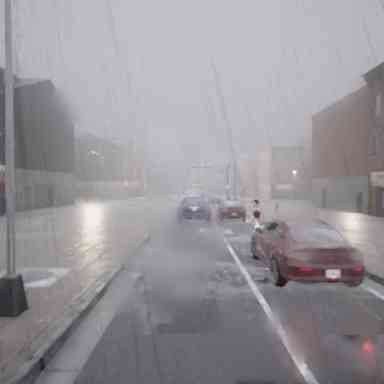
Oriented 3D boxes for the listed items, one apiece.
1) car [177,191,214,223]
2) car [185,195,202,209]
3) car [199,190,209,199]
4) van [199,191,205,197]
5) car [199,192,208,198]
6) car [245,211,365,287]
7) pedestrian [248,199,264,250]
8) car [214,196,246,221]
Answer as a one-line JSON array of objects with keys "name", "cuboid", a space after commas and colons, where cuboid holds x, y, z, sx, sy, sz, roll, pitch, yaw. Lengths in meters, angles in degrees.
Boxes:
[{"name": "car", "cuboid": [0.141, 1.052, 22.325, 2.097, 1.767, 4.553, 0, 1, 0]}, {"name": "car", "cuboid": [0.190, 1.060, 37.255, 1.812, 1.442, 4.674, 0, 1, 0]}, {"name": "car", "cuboid": [2.763, 0.552, 77.693, 2.192, 1.841, 5.009, -1, 0, 0]}, {"name": "van", "cuboid": [2.792, 0.519, 93.563, 1.690, 1.788, 3.998, -1, 0, 0]}, {"name": "car", "cuboid": [2.777, 0.765, 82.983, 2.008, 1.369, 4.403, -1, 0, 0]}, {"name": "car", "cuboid": [2.766, 1.400, 8.808, 1.812, 1.442, 4.674, 0, 1, 0]}, {"name": "pedestrian", "cuboid": [2.287, 1.129, 11.633, 0.375, 1.860, 0.375, -1, 1, 0]}, {"name": "car", "cuboid": [2.671, 1.232, 23.279, 1.887, 1.381, 4.507, -1, 1, 0]}]
